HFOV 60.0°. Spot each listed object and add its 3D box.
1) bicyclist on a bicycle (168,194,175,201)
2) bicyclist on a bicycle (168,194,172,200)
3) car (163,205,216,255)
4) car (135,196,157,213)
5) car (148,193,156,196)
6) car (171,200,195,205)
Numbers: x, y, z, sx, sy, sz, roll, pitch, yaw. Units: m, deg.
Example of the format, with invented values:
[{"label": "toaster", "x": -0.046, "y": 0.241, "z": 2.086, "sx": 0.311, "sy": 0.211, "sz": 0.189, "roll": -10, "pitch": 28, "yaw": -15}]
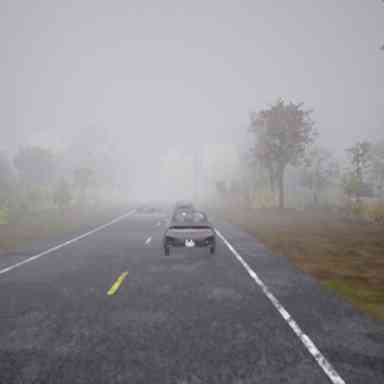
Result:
[{"label": "bicyclist on a bicycle", "x": -4.213, "y": 1.248, "z": 73.106, "sx": 0.866, "sy": 1.612, "sz": 1.509, "roll": 0, "pitch": 0, "yaw": -8}, {"label": "bicyclist on a bicycle", "x": -5.546, "y": 1.202, "z": 82.053, "sx": 0.866, "sy": 1.612, "sz": 1.509, "roll": 0, "pitch": 0, "yaw": -9}, {"label": "car", "x": -0.124, "y": 1.480, "z": 13.199, "sx": 2.128, "sy": 1.511, "sz": 4.902, "roll": 0, "pitch": 0, "yaw": -1}, {"label": "car", "x": -4.899, "y": 1.475, "z": 35.726, "sx": 1.812, "sy": 1.442, "sz": 4.674, "roll": 0, "pitch": 0, "yaw": -4}, {"label": "car", "x": -9.283, "y": 0.969, "z": 77.007, "sx": 1.812, "sy": 1.442, "sz": 4.674, "roll": 0, "pitch": 0, "yaw": -8}, {"label": "car", "x": -0.765, "y": 1.468, "z": 28.738, "sx": 1.837, "sy": 1.490, "sz": 4.892, "roll": 0, "pitch": 0, "yaw": -3}]
